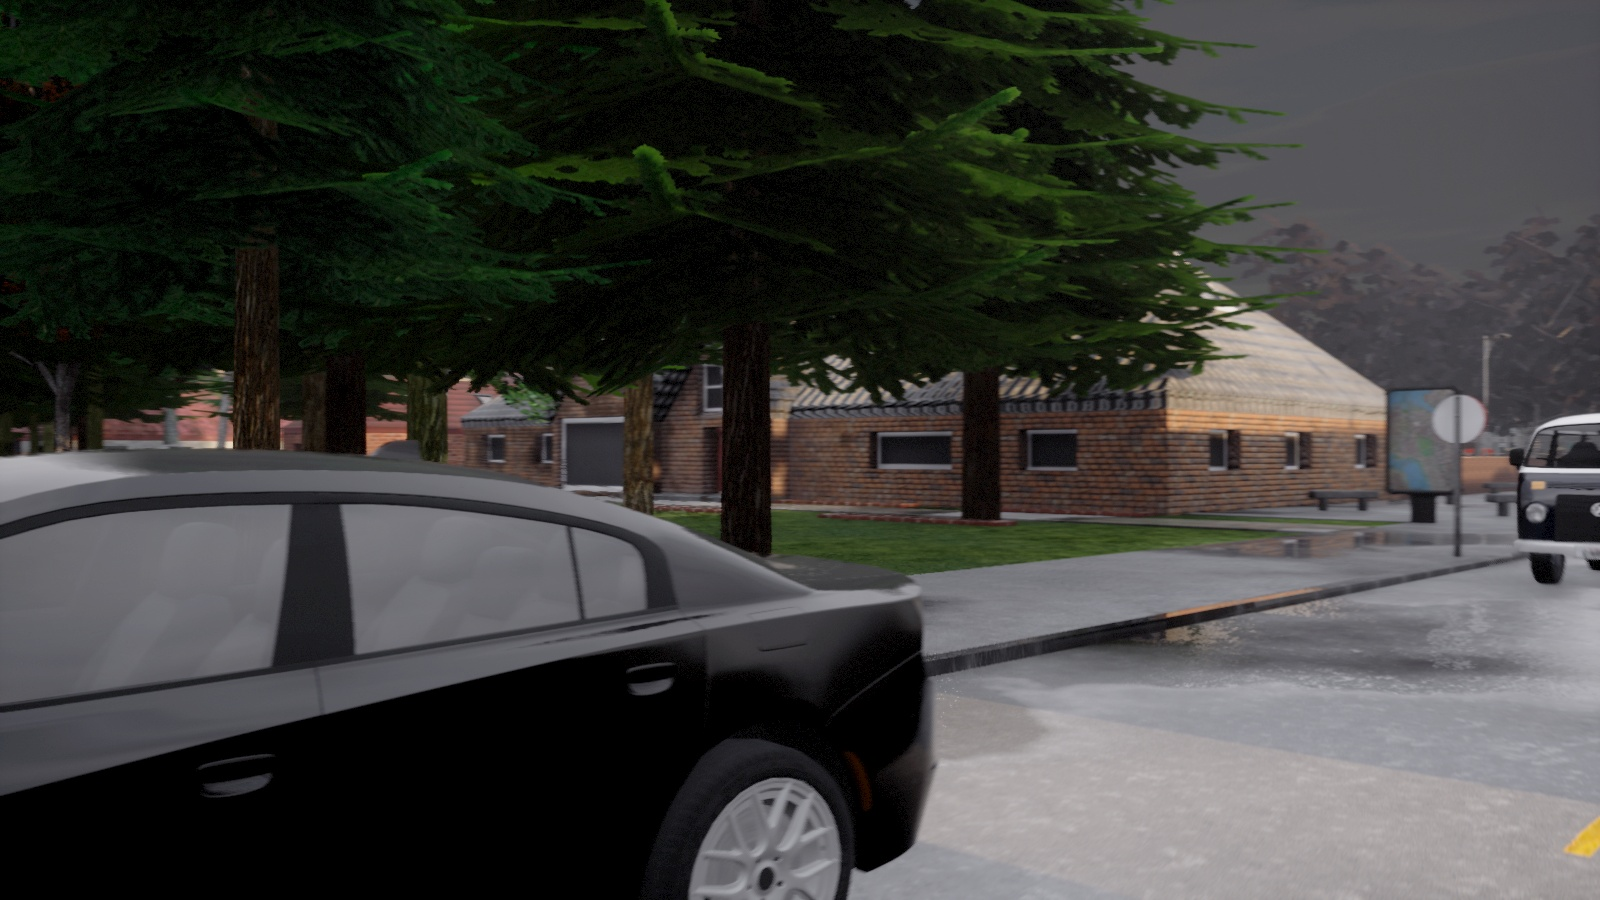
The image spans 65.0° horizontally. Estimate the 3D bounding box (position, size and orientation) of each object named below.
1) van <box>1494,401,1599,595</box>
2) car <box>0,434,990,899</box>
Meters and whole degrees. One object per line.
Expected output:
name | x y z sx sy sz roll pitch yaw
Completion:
van | 10.015 0.506 14.771 4.480 2.038 2.069 0 0 -45
car | -1.866 0.743 2.980 5.008 1.535 1.882 0 0 -43
